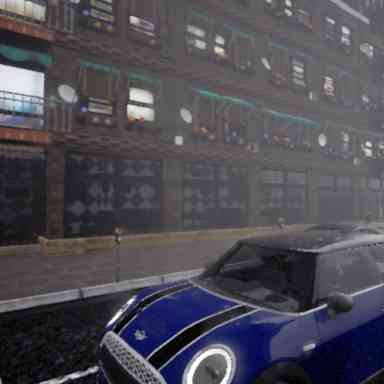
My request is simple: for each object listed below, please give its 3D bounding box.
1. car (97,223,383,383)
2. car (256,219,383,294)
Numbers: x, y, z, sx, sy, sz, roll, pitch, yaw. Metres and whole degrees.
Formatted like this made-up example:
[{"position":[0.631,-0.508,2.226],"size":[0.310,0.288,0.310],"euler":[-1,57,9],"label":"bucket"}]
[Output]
[{"position":[1.195,1.362,4.224],"size":[4.553,1.767,2.097],"euler":[0,0,-35],"label":"car"},{"position":[4.049,1.593,9.426],"size":[4.313,1.339,1.947],"euler":[0,1,-35],"label":"car"}]
